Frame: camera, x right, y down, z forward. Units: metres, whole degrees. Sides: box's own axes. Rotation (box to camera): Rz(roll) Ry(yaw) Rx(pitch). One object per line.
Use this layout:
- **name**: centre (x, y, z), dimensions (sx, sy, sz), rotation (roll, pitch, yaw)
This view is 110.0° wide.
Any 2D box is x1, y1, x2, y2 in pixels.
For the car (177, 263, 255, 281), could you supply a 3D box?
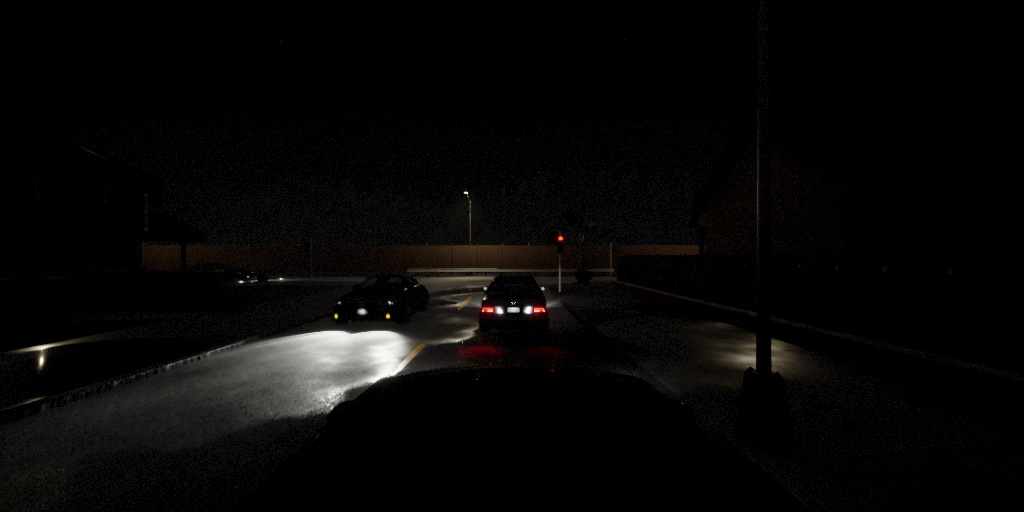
- **car**: centre (-24.079, 1.297, 29.092), dimensions (5.357, 1.411, 2.033), rotation (0, 0, 0)

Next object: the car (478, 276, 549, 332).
- **car**: centre (0.058, 1.297, 10.836), dimensions (2.033, 1.411, 5.357), rotation (0, 0, 1)

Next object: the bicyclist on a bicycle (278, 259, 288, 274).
- **bicyclist on a bicycle**: centre (-23.971, 1.099, 37.490), dimensions (0.582, 1.620, 1.656), rotation (0, 0, 0)

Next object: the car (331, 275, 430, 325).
- **car**: centre (-4.054, 1.314, 11.704), dimensions (1.994, 1.385, 4.181), rotation (0, 0, 0)
